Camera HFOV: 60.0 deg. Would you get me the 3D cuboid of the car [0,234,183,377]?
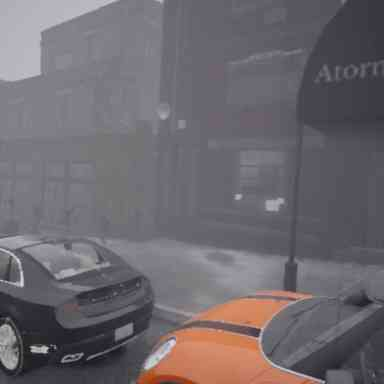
[{"bbox_3d":[-2.811,1.452,5.535,4.892,1.521,2.231,0,0,35],"label":"car"}]
